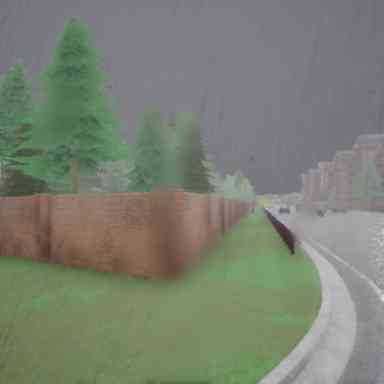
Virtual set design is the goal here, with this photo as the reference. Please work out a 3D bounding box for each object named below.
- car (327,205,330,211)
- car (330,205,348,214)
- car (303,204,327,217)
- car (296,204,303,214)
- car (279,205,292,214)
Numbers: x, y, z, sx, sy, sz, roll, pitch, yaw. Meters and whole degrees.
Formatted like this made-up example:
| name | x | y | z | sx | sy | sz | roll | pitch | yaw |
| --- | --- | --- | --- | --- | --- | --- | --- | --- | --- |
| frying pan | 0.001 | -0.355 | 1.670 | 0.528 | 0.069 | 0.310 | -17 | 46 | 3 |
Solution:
| name | x | y | z | sx | sy | sz | roll | pitch | yaw |
| --- | --- | --- | --- | --- | --- | --- | --- | --- | --- |
| car | 25.515 | 3.536 | 66.030 | 1.812 | 1.442 | 4.674 | -1 | -2 | 11 |
| car | 28.919 | 3.310 | 65.215 | 2.097 | 1.767 | 4.553 | -1 | -2 | 11 |
| car | 19.280 | 2.960 | 52.405 | 2.097 | 1.767 | 4.553 | -1 | -2 | 11 |
| car | 22.003 | 3.591 | 66.302 | 2.033 | 1.411 | 5.357 | -1 | -2 | 11 |
| car | 18.413 | 3.556 | 66.199 | 1.882 | 1.535 | 5.008 | -1 | -2 | 11 |
